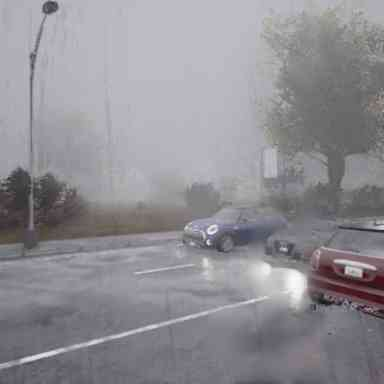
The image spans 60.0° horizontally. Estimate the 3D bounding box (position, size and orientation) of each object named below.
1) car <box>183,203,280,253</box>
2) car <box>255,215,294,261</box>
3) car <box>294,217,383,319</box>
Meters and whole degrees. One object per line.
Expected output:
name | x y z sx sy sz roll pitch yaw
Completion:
car | 1.861 1.358 13.747 4.553 1.767 2.097 0 0 -34
car | 4.451 1.574 11.278 4.181 1.385 1.994 0 0 -34
car | 4.472 1.361 6.807 4.553 1.767 2.097 0 0 -35
